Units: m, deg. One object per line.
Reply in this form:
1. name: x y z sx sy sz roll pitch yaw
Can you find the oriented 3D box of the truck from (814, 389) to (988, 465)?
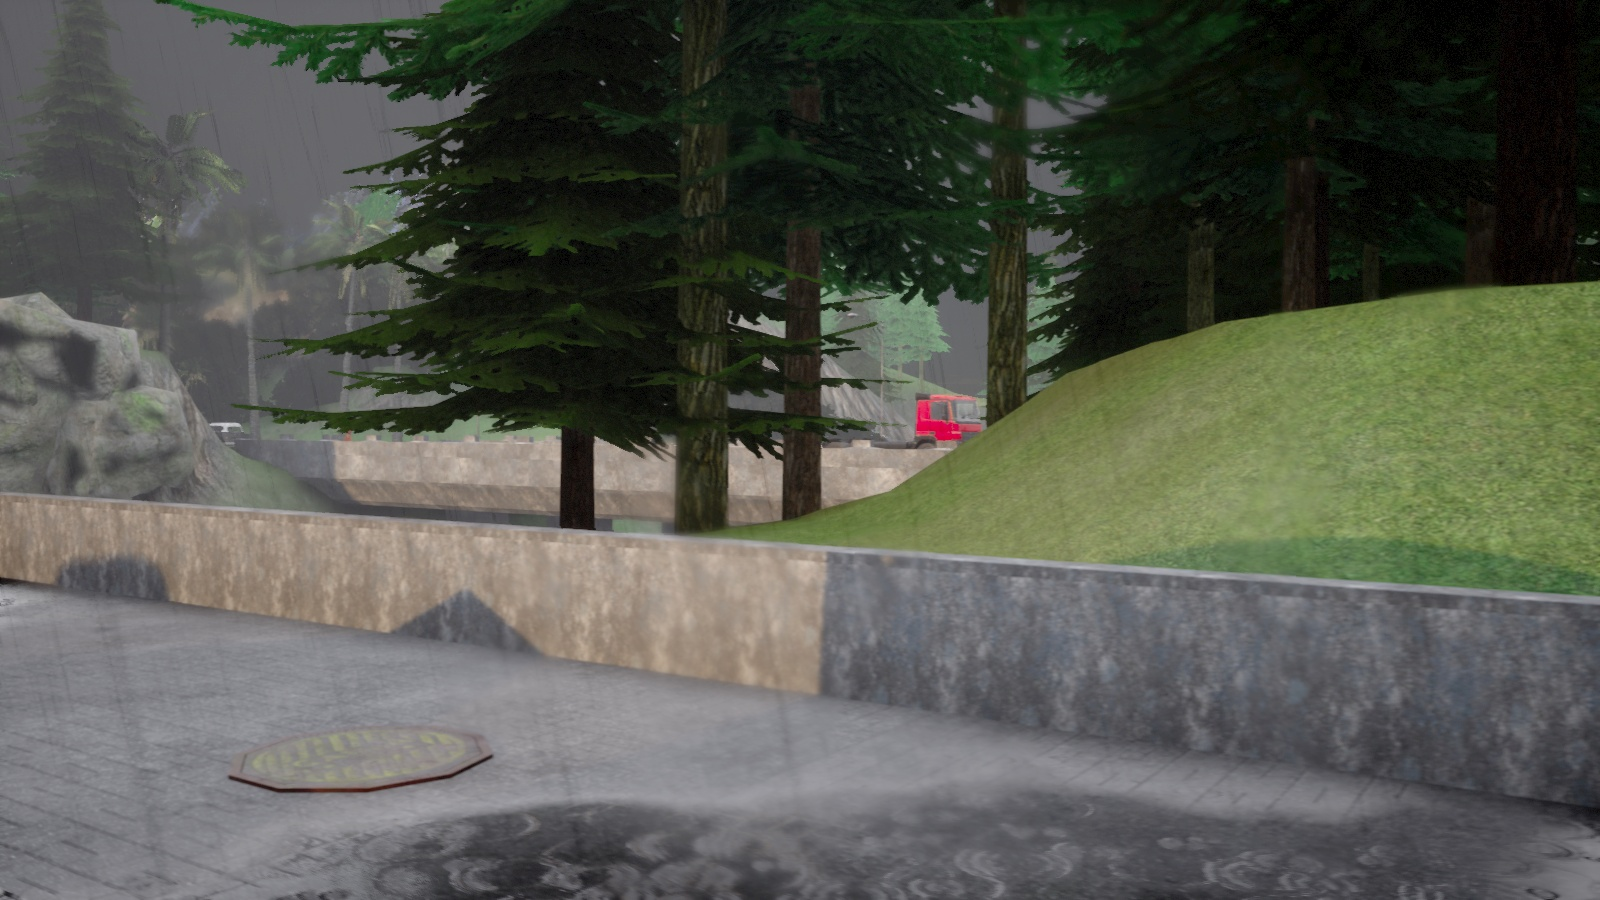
1. truck: 4.786 -1.065 60.470 7.936 3.462 2.891 0 1 34
